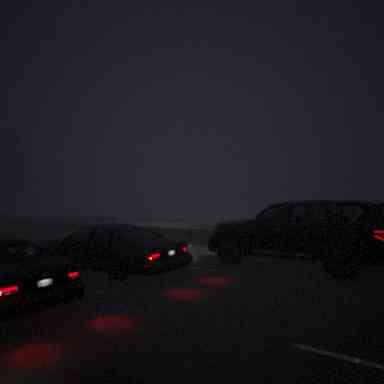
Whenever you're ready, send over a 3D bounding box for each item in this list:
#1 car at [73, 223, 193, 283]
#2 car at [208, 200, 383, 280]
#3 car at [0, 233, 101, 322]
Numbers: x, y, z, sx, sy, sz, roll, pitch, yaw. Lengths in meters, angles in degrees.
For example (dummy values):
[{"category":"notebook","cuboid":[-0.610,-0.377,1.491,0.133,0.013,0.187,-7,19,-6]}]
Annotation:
[{"category":"car","cuboid":[-2.565,1.673,10.113,5.357,1.411,2.033,-1,-1,36]},{"category":"car","cuboid":[3.194,1.274,10.286,5.566,2.045,2.150,-1,-1,36]},{"category":"car","cuboid":[-4.611,1.673,7.273,5.357,1.411,2.033,-1,-1,36]}]
